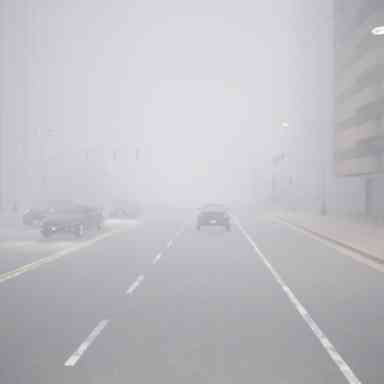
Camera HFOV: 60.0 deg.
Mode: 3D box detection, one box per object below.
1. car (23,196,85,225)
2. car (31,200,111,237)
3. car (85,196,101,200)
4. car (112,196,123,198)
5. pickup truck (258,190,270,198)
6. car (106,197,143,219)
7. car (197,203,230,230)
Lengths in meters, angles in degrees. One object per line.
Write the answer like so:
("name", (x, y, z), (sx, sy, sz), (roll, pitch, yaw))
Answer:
("car", (-9.243, 1.206, 22.229), (2.097, 1.767, 4.553), (0, 0, 4))
("car", (-6.071, 1.392, 17.405), (1.837, 1.490, 4.892), (0, 0, 4))
("car", (-8.825, 1.174, 27.805), (2.097, 1.767, 4.553), (0, 0, 4))
("car", (-10.309, 1.271, 45.949), (4.181, 1.385, 1.994), (0, 0, 28))
("pickup truck", (18.812, 0.536, 89.141), (2.390, 2.098, 6.274), (0, 0, 34))
("car", (-5.350, 1.395, 27.332), (1.994, 1.385, 4.181), (0, 0, 4))
("car", (1.290, 1.404, 20.032), (1.812, 1.442, 4.674), (0, 0, 4))
